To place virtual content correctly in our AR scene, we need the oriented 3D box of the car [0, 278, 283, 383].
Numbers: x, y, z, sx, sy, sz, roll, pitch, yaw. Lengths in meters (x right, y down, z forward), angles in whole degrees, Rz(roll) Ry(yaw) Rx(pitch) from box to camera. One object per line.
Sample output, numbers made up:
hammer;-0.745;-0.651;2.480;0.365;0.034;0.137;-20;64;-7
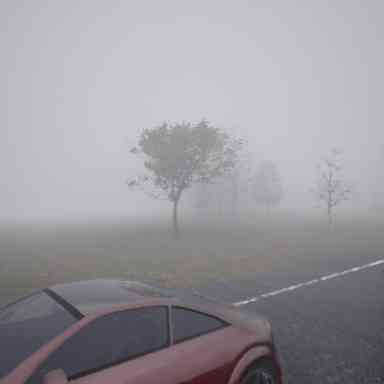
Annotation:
car;-1.074;1.609;3.011;4.181;1.385;1.994;0;-1;-38
